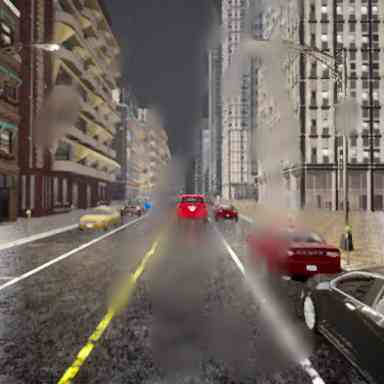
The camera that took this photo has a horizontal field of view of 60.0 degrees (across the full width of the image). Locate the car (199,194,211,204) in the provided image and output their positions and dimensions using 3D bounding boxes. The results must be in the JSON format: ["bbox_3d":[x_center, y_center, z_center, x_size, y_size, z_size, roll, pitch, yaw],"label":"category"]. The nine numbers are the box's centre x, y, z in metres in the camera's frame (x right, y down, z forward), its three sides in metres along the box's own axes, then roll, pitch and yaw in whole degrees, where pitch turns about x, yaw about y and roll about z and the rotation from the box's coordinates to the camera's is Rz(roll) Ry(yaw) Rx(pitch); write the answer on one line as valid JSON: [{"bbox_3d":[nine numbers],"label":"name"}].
[{"bbox_3d":[2.593,1.449,66.617,2.192,1.841,5.009,1,0,0],"label":"car"}]

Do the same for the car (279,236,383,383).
[{"bbox_3d":[2.668,1.557,3.935,2.008,1.369,4.403,1,0,0],"label":"car"}]

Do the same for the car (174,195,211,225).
[{"bbox_3d":[0.063,1.257,24.638,2.150,2.045,5.566,0,0,1],"label":"car"}]

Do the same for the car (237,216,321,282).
[{"bbox_3d":[2.660,1.558,9.633,1.887,1.381,4.507,1,0,0],"label":"car"}]

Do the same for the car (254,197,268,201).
[{"bbox_3d":[17.820,1.782,83.999,4.403,1.369,2.008,0,-2,0],"label":"car"}]

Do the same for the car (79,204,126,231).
[{"bbox_3d":[-5.700,1.557,20.969,1.752,1.417,4.829,1,0,0],"label":"car"}]

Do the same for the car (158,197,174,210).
[{"bbox_3d":[-3.108,1.676,43.294,1.895,1.301,4.718,0,0,0],"label":"car"}]

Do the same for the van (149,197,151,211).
[{"bbox_3d":[-5.718,1.405,38.233,1.690,1.788,3.998,1,0,0],"label":"van"}]

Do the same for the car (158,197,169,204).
[{"bbox_3d":[-5.759,1.716,66.719,1.802,1.307,4.206,1,0,0],"label":"car"}]

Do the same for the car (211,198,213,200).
[{"bbox_3d":[2.605,1.543,55.218,1.967,1.590,4.097,1,0,0],"label":"car"}]

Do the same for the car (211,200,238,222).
[{"bbox_3d":[2.639,1.587,26.727,1.887,1.381,4.507,1,0,0],"label":"car"}]

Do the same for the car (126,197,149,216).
[{"bbox_3d":[-5.713,1.493,32.534,1.967,1.590,4.097,1,0,0],"label":"car"}]

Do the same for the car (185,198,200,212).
[{"bbox_3d":[0.049,1.577,41.737,1.837,1.490,4.892,0,0,0],"label":"car"}]

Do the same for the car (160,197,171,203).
[{"bbox_3d":[-5.766,1.717,72.416,1.947,1.339,4.313,1,0,0],"label":"car"}]
